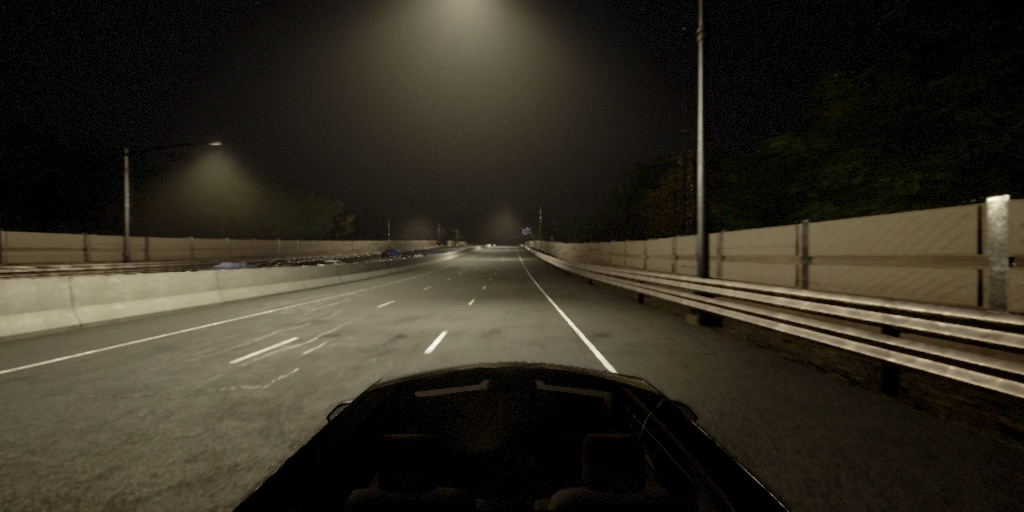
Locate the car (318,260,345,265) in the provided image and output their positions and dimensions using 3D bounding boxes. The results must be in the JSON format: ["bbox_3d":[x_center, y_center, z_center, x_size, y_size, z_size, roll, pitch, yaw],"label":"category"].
[{"bbox_3d":[-17.572,1.136,34.789,1.812,1.442,4.674,0,1,0],"label":"car"}]

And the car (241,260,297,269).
[{"bbox_3d":[-21.087,1.166,31.840,1.837,1.490,4.892,0,1,0],"label":"car"}]

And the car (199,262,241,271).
[{"bbox_3d":[-24.577,1.215,31.384,2.033,1.411,5.357,0,1,0],"label":"car"}]
